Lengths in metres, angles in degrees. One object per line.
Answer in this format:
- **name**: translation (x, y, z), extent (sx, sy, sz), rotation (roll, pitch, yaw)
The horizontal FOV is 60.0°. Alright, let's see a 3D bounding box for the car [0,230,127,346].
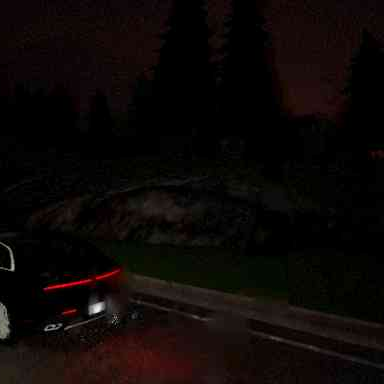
- **car**: translation (-3.396, 1.504, 6.416), extent (4.892, 1.490, 1.837), rotation (0, 0, 36)
